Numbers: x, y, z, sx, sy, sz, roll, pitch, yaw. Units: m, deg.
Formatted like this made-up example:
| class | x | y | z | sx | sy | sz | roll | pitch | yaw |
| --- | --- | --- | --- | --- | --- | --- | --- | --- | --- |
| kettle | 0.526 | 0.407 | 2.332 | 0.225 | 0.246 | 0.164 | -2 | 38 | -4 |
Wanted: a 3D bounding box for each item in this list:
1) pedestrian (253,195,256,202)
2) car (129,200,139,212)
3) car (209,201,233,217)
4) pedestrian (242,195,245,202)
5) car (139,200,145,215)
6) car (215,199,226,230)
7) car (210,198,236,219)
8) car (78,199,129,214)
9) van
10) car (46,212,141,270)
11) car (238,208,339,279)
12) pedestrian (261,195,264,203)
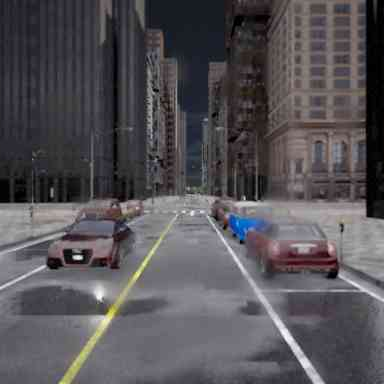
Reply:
| class | x | y | z | sx | sy | sz | roll | pitch | yaw |
| --- | --- | --- | --- | --- | --- | --- | --- | --- | --- |
| pedestrian | 7.124 | 1.236 | 38.026 | 0.375 | 1.860 | 0.375 | 0 | 0 | 0 |
| car | -5.774 | 1.587 | 26.770 | 1.752 | 1.417 | 4.829 | 0 | 0 | 0 |
| car | 2.750 | 1.627 | 32.546 | 2.008 | 1.369 | 4.403 | 0 | 0 | 0 |
| pedestrian | 6.123 | 1.237 | 39.226 | 0.375 | 1.860 | 0.375 | 0 | 0 | 0 |
| car | -5.776 | 1.516 | 32.543 | 1.967 | 1.590 | 4.097 | 0 | 0 | 0 |
| car | 2.753 | 1.490 | 21.342 | 1.967 | 1.590 | 4.097 | 0 | 0 | 0 |
| car | 2.751 | 1.378 | 26.945 | 2.192 | 1.841 | 5.009 | 0 | 0 | 0 |
| car | -5.773 | 1.364 | 21.339 | 2.192 | 1.841 | 5.009 | 0 | 0 | 0 |
| van | 2.754 | 1.378 | 15.741 | 1.690 | 1.788 | 3.998 | 0 | 0 | 0 |
| car | -3.103 | 1.589 | 11.012 | 1.994 | 1.385 | 4.181 | 0 | 0 | 0 |
| car | 2.756 | 1.464 | 10.139 | 1.967 | 1.590 | 4.097 | 0 | 0 | 0 |
| pedestrian | 8.124 | 1.244 | 38.627 | 0.375 | 1.860 | 0.375 | 0 | 0 | 0 |
